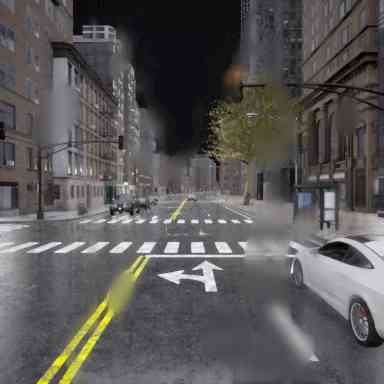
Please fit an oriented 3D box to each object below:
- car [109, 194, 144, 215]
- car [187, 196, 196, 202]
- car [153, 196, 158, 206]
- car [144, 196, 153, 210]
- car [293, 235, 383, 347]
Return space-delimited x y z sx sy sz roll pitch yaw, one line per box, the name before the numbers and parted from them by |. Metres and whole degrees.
car | -6.589 1.197 33.284 2.150 2.045 5.566 0 0 1
car | -0.036 1.436 73.533 1.895 1.301 4.718 0 0 0
car | -6.619 1.420 53.713 2.128 1.511 4.902 0 0 0
car | -6.622 1.436 43.395 1.882 1.535 5.008 0 0 0
car | 3.346 1.524 6.171 1.812 1.442 4.674 0 0 0
